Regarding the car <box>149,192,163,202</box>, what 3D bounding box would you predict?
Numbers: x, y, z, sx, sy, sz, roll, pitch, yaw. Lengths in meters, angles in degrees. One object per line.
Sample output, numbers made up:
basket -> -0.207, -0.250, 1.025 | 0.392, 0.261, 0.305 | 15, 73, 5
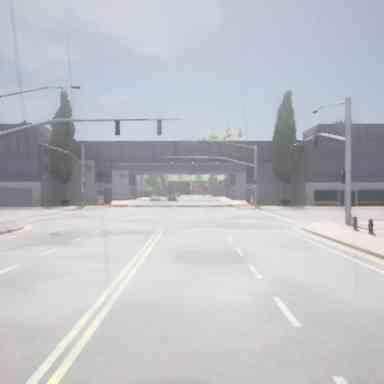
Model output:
car -> -7.534, 1.221, 67.730 | 1.812, 1.442, 4.674 | 0, 0, 0

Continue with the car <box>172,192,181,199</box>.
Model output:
car -> -3.921, 0.844, 84.143 | 1.837, 1.490, 4.892 | 0, 0, 0

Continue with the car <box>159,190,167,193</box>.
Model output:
car -> -7.421, 0.569, 84.136 | 2.150, 2.045, 5.566 | 0, 0, 0

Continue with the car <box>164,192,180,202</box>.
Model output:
car -> -4.034, 1.196, 67.703 | 1.837, 1.490, 4.892 | 0, 1, 0
